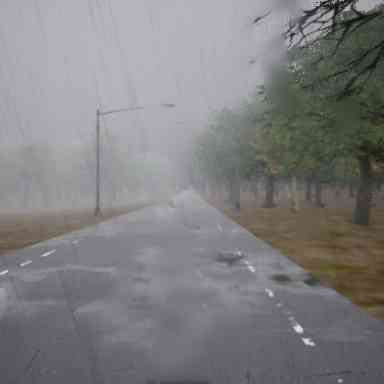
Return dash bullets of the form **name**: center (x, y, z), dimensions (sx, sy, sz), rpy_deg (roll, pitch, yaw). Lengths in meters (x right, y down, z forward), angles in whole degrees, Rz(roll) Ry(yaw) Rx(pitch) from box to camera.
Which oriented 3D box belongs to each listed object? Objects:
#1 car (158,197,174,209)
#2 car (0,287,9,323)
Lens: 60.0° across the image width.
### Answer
- **car**: center (-3.591, 1.514, 46.765), dimensions (1.837, 1.490, 4.892), rpy_deg (0, -1, 0)
- **car**: center (-3.603, 1.602, 2.617), dimensions (1.895, 1.301, 4.718), rpy_deg (0, 0, 0)
